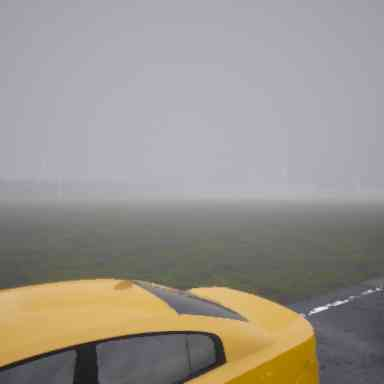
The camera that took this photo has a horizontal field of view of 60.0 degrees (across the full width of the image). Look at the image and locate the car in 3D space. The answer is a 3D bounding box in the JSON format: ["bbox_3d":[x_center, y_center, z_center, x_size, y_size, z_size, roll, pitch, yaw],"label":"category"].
[{"bbox_3d":[-1.222,1.478,2.198,5.008,1.535,1.882,0,0,-35],"label":"car"}]
